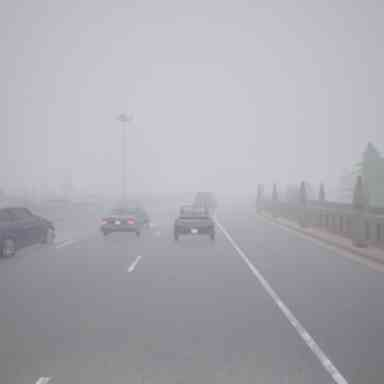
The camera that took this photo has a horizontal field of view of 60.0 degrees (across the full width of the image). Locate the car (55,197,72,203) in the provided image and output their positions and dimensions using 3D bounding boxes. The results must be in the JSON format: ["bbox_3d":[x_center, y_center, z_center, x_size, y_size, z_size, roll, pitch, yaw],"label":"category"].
[{"bbox_3d":[-13.379,1.313,32.444,1.837,1.490,4.892,0,0,6],"label":"car"}]

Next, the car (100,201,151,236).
[{"bbox_3d":[-3.397,1.441,17.736,2.033,1.411,5.357,0,0,0],"label":"car"}]

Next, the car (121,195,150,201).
[{"bbox_3d":[-6.121,1.341,33.377,2.033,1.411,5.357,0,0,7],"label":"car"}]

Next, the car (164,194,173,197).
[{"bbox_3d":[-4.602,1.101,71.873,1.994,1.385,4.181,0,0,28],"label":"car"}]

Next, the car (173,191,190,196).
[{"bbox_3d":[-1.078,0.729,70.992,2.150,2.045,5.566,0,0,28],"label":"car"}]

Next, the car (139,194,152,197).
[{"bbox_3d":[-10.213,1.151,68.681,2.033,1.411,5.357,0,0,25],"label":"car"}]

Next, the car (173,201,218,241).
[{"bbox_3d":[0.101,1.394,16.208,2.128,1.511,4.902,0,0,0],"label":"car"}]

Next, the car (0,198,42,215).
[{"bbox_3d":[-16.853,1.375,32.714,1.994,1.385,4.181,0,0,6],"label":"car"}]

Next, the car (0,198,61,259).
[{"bbox_3d":[-6.901,1.278,12.337,2.097,1.767,4.553,0,0,0],"label":"car"}]

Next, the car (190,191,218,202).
[{"bbox_3d":[1.586,0.974,37.393,2.150,2.045,5.566,0,0,10],"label":"car"}]
